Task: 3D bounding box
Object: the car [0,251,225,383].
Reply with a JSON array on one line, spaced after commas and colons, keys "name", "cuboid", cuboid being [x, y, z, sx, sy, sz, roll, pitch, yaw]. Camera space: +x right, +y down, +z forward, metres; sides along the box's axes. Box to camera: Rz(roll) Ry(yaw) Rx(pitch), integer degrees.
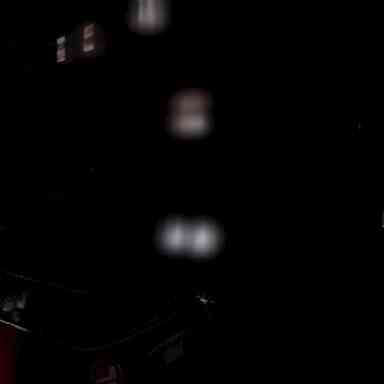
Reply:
[{"name": "car", "cuboid": [-1.740, 1.476, 4.096, 4.097, 1.590, 1.967, -1, 1, 36]}]
